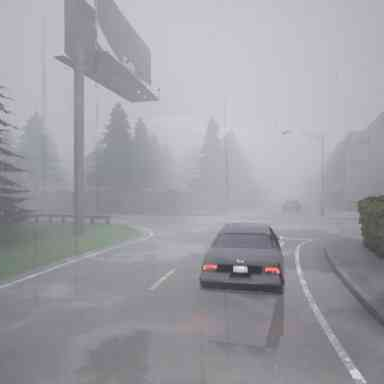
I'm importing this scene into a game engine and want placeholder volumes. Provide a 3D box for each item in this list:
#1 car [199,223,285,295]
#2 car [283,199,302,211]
[{"bbox_3d":[1.468,1.547,8.920,2.033,1.411,5.357,0,0,12],"label":"car"},{"bbox_3d":[11.940,1.561,39.677,1.994,1.385,4.181,0,0,20],"label":"car"}]
